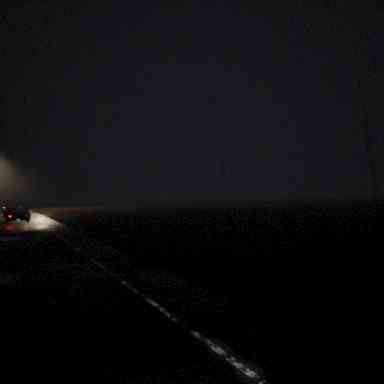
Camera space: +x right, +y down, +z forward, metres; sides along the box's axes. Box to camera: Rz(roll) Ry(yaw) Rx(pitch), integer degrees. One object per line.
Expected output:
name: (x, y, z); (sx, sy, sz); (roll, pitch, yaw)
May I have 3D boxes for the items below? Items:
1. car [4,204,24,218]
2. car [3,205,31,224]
car: (-20.553, 2.166, 38.340); (1.994, 1.385, 4.181); (0, -1, -30)
car: (-15.555, 2.061, 29.665); (1.895, 1.301, 4.718); (0, -1, -30)
